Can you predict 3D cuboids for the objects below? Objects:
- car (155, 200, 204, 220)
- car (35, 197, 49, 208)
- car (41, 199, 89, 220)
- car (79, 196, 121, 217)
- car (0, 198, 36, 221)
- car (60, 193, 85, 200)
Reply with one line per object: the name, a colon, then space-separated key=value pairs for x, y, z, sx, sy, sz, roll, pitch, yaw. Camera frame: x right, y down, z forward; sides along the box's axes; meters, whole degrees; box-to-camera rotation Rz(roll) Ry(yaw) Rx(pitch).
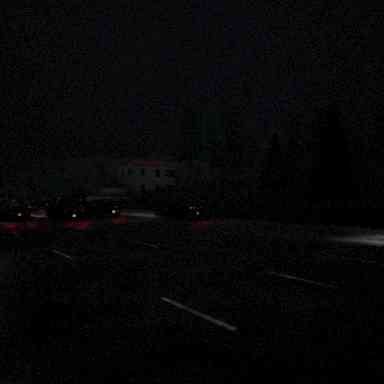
car: x=-1.103 y=1.388 z=26.979 sx=2.128 sy=1.511 sz=4.902 roll=0 pitch=0 yaw=-39
car: x=-20.043 y=1.405 z=44.491 sx=1.812 sy=1.442 sz=4.674 roll=0 pitch=0 yaw=-39
car: x=-10.506 y=1.521 z=27.393 sx=1.895 sy=1.301 sz=4.718 roll=0 pitch=0 yaw=-39
car: x=-8.180 y=1.409 z=30.073 sx=1.837 sy=1.490 sz=4.892 roll=0 pitch=0 yaw=-39
car: x=-14.198 y=1.460 z=26.369 sx=1.812 sy=1.442 sz=4.674 roll=0 pitch=0 yaw=-39
car: x=-16.231 y=1.088 z=45.346 sx=2.150 sy=2.045 sz=5.566 roll=0 pitch=0 yaw=-40
